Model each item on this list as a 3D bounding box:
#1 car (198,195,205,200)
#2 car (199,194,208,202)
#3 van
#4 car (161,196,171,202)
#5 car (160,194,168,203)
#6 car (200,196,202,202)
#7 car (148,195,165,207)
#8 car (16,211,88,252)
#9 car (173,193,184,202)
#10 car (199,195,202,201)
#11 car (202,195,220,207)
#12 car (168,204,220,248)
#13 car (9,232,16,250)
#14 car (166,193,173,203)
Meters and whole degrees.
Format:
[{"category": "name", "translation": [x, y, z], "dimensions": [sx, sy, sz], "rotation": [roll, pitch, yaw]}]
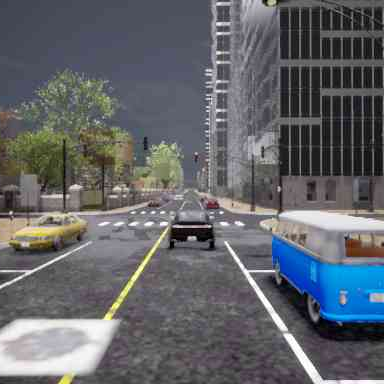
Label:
[{"category": "car", "translation": [2.694, 1.475, 90.530], "dimensions": [1.752, 1.417, 4.829], "rotation": [0, 0, 0]}, {"category": "car", "translation": [2.694, 1.407, 78.994], "dimensions": [1.967, 1.590, 4.097], "rotation": [0, 0, 0]}, {"category": "van", "translation": [2.775, 1.338, 6.783], "dimensions": [1.690, 1.788, 3.998], "rotation": [0, 0, 0]}, {"category": "car", "translation": [-5.688, 1.555, 73.317], "dimensions": [1.802, 1.307, 4.206], "rotation": [0, 0, 0]}, {"category": "car", "translation": [-5.688, 1.534, 56.269], "dimensions": [2.008, 1.369, 4.403], "rotation": [0, 0, 0]}, {"category": "car", "translation": [2.693, 1.551, 50.589], "dimensions": [1.947, 1.339, 4.313], "rotation": [0, 0, 0]}, {"category": "car", "translation": [-5.688, 1.529, 50.586], "dimensions": [1.887, 1.381, 4.507], "rotation": [0, 0, 0]}, {"category": "car", "translation": [-5.817, 1.520, 14.016], "dimensions": [1.752, 1.417, 4.829], "rotation": [0, 0, 0]}, {"category": "car", "translation": [-3.000, 1.144, 74.420], "dimensions": [2.150, 2.045, 5.566], "rotation": [0, 0, 0]}, {"category": "car", "translation": [2.694, 1.539, 73.313], "dimensions": [1.947, 1.339, 4.313], "rotation": [0, 0, 0]}, {"category": "car", "translation": [2.694, 1.426, 44.908], "dimensions": [1.967, 1.590, 4.097], "rotation": [0, 0, 0]}, {"category": "car", "translation": [0.000, 1.491, 14.649], "dimensions": [2.128, 1.511, 4.902], "rotation": [0, 0, 0]}, {"category": "car", "translation": [-5.769, 1.563, 6.781], "dimensions": [1.947, 1.339, 4.313], "rotation": [0, 0, 0]}, {"category": "car", "translation": [-5.687, 1.293, 67.635], "dimensions": [2.192, 1.841, 5.009], "rotation": [0, 0, 0]}]
